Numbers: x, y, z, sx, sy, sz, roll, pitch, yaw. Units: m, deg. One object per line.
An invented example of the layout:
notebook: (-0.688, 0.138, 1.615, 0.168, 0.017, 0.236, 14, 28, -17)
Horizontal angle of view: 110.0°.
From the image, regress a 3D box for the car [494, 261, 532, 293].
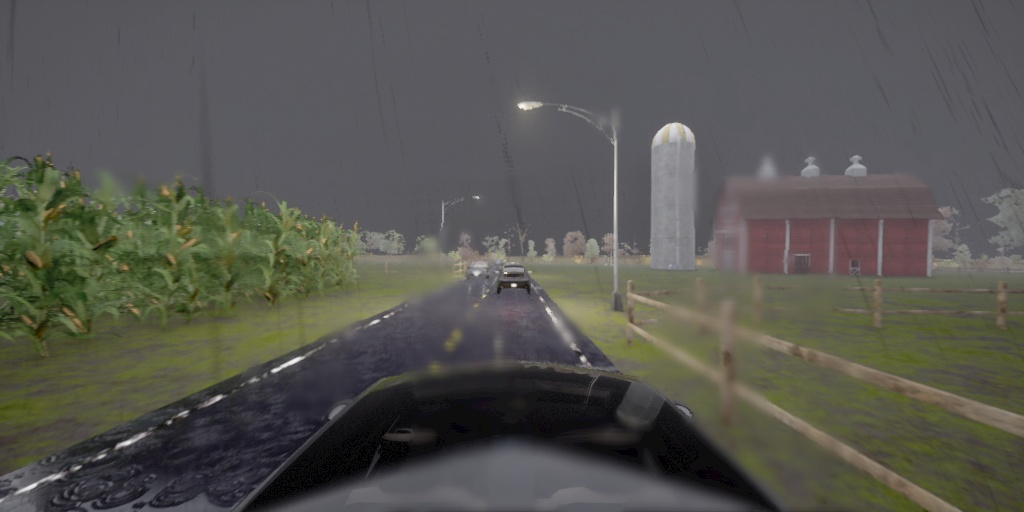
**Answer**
car: (0.098, 1.253, 20.686, 1.837, 1.490, 4.892, 0, 0, 0)

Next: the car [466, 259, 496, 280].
car: (-2.848, 1.244, 31.291, 2.128, 1.511, 4.902, 0, 0, 0)
